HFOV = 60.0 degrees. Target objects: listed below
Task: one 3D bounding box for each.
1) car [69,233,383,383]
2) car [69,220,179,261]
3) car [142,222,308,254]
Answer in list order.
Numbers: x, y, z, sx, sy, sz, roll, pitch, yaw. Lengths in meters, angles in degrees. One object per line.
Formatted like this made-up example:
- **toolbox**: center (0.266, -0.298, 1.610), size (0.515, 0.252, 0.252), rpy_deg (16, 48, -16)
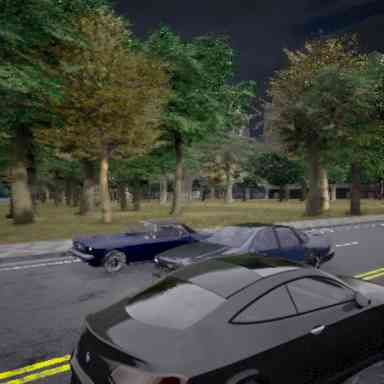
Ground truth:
- **car**: center (0.953, 1.526, 4.137), size (4.674, 1.442, 1.812), rpy_deg (0, 0, -36)
- **car**: center (-1.376, 1.602, 10.691), size (4.718, 1.301, 1.895), rpy_deg (0, 0, -36)
- **car**: center (1.618, 1.549, 8.833), size (5.357, 1.411, 2.033), rpy_deg (0, 0, -36)
